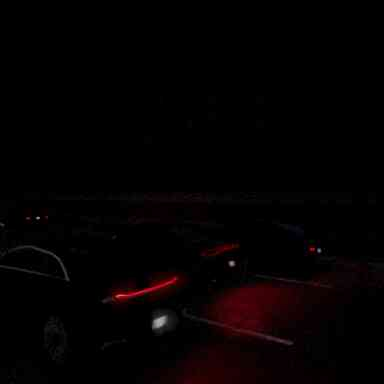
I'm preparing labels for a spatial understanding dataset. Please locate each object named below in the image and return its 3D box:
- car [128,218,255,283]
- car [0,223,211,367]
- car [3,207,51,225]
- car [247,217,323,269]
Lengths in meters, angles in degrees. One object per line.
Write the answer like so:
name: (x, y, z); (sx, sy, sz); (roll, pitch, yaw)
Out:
car: (-1.002, 1.553, 9.332); (5.008, 1.535, 1.882); (-1, 0, 38)
car: (-2.336, 1.553, 5.931); (4.902, 1.511, 2.128); (-1, -1, 38)
car: (-12.077, 1.828, 24.191); (2.033, 1.411, 5.357); (0, -1, -43)
car: (2.014, 1.590, 11.408); (4.674, 1.442, 1.812); (-1, 0, 38)
